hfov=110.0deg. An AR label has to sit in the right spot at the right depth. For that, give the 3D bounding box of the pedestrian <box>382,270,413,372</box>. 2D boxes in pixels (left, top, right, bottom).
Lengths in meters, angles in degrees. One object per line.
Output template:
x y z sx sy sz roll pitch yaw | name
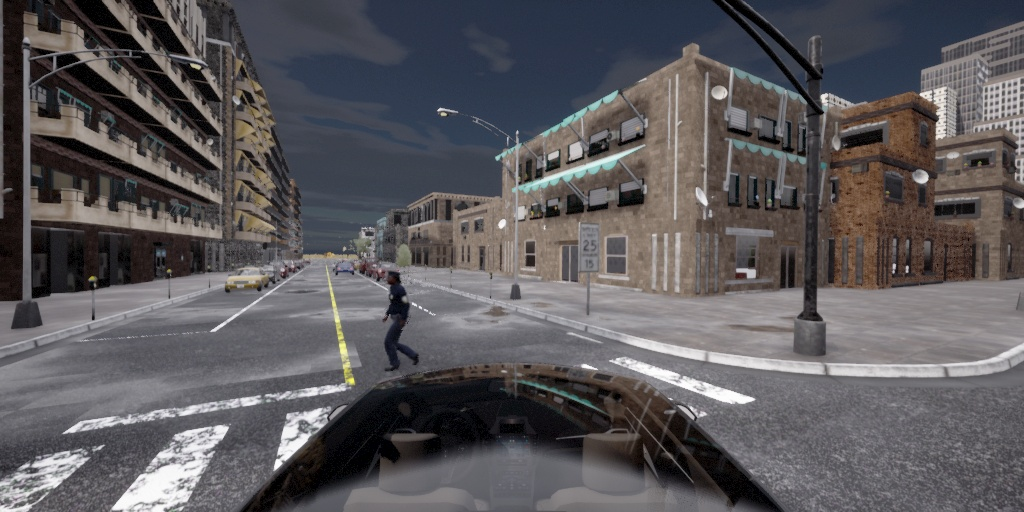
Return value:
-2.039 1.083 6.358 0.375 1.860 0.375 0 1 -28 | pedestrian

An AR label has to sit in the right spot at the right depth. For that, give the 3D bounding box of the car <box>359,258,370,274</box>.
-15.890 1.085 40.151 2.192 1.841 5.009 0 0 -28 | car

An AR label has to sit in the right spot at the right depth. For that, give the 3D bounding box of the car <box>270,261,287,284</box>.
-18.075 1.289 26.219 2.007 1.370 4.403 0 0 -28 | car

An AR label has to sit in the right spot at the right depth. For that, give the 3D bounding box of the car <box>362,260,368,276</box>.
-13.255 1.357 35.122 1.802 1.307 4.207 0 0 -28 | car

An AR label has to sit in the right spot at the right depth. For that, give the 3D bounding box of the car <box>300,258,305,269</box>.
-31.231 1.280 51.373 1.948 1.339 4.313 0 0 -28 | car

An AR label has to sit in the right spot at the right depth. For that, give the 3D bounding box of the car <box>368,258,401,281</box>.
-10.602 1.220 30.105 1.967 1.591 4.097 0 0 -28 | car

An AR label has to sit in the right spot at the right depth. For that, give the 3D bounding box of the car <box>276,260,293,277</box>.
-20.678 1.173 31.264 1.967 1.591 4.097 0 0 -28 | car

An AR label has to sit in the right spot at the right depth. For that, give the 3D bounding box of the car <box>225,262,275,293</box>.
-15.408 1.269 21.015 1.751 1.417 4.829 0 0 -28 | car

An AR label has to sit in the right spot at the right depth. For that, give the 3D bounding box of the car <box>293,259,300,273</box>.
-25.966 1.163 41.312 1.967 1.591 4.097 0 0 -28 | car

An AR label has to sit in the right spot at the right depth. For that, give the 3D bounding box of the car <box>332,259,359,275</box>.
-18.069 1.305 38.648 2.033 1.411 5.357 0 0 -27 | car
